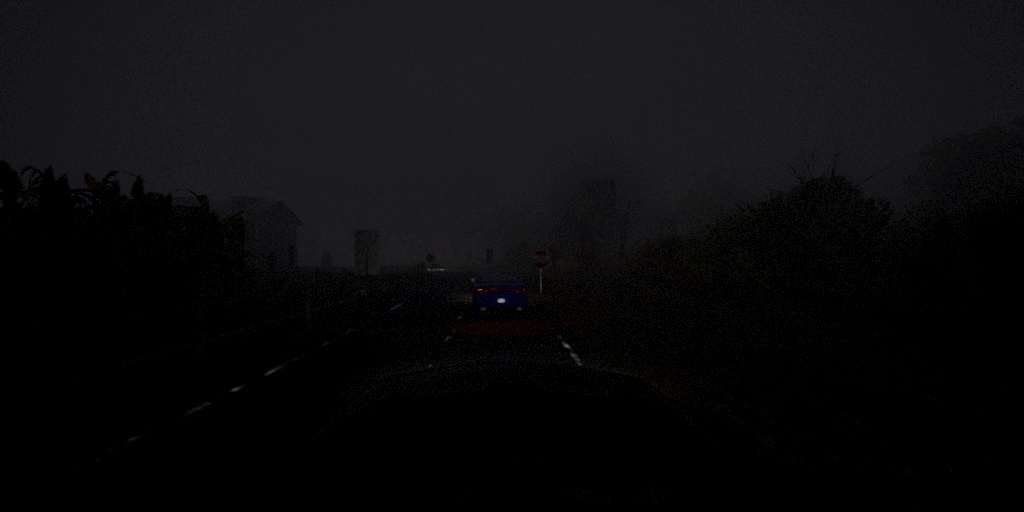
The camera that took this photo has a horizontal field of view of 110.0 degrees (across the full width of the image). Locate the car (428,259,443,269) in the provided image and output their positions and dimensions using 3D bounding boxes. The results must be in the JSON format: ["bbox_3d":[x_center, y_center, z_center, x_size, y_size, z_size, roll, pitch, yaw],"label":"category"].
[{"bbox_3d":[-13.286,1.348,62.180,2.097,1.767,4.553,0,0,-18],"label":"car"}]

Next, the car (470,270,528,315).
[{"bbox_3d":[-0.567,1.277,13.849,1.882,1.535,5.008,0,0,-6],"label":"car"}]
